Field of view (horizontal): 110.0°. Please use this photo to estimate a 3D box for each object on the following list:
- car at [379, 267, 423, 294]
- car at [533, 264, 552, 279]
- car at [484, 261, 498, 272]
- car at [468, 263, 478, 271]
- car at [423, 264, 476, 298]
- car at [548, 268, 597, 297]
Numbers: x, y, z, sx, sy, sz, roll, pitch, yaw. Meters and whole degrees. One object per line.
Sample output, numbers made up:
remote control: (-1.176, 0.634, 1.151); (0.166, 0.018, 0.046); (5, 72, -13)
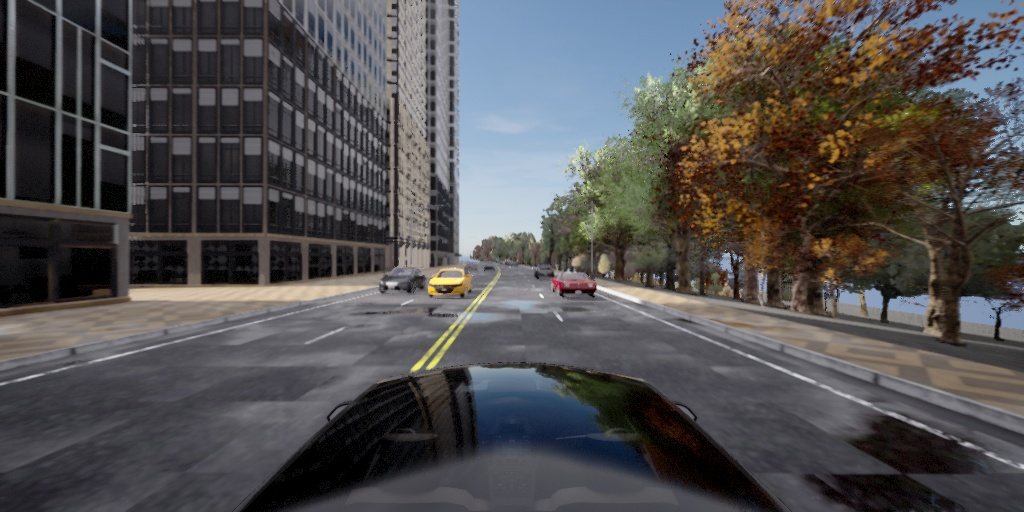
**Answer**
car: (-6.604, 1.459, 22.089); (2.128, 1.511, 4.902); (0, -1, 0)
car: (3.294, 1.618, 37.594); (2.128, 1.511, 4.902); (0, -1, -1)
car: (-3.849, 1.967, 61.444); (1.895, 1.301, 4.718); (0, -1, -1)
car: (-7.166, 1.948, 63.364); (1.994, 1.385, 4.181); (0, -1, -1)
car: (-3.353, 1.426, 20.221); (1.882, 1.535, 5.008); (0, -1, 0)
car: (3.349, 1.550, 20.256); (1.895, 1.301, 4.718); (0, -1, 0)
